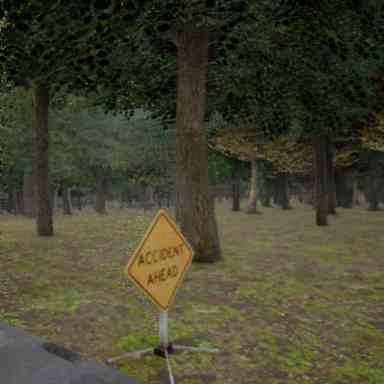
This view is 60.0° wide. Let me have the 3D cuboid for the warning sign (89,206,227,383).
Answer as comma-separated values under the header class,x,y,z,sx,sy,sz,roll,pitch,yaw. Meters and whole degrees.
class,x,y,z,sx,sy,sz,roll,pitch,yaw
warning sign,-0.381,1.144,4.182,1.060,1.860,1.300,-2,0,35
